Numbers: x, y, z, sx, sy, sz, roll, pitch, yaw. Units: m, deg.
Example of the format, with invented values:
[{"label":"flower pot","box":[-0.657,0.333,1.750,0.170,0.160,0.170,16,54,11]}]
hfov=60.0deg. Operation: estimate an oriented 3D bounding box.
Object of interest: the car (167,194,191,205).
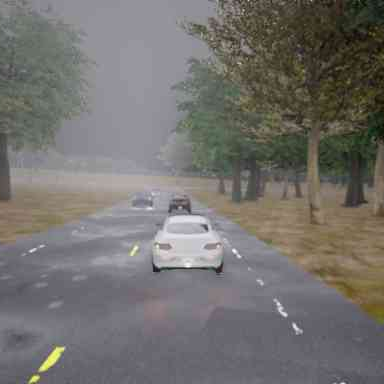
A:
[{"label":"car","box":[-1.115,0.960,29.168,1.837,1.490,4.892,0,1,-4]}]

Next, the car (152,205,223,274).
[{"label":"car","box":[-0.148,1.364,9.947,1.812,1.442,4.674,0,1,-1]}]

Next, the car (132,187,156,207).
[{"label":"car","box":[-5.294,0.642,36.174,2.097,1.767,4.553,0,1,-4]}]

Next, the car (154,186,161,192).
[{"label":"car","box":[-8.193,-0.761,77.207,1.994,1.385,4.181,0,3,-4]}]
